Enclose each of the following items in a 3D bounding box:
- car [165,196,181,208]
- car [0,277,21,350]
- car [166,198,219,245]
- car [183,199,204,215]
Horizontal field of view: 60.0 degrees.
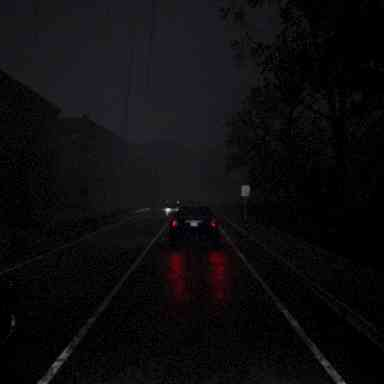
[{"bbox_3d":[-2.499,1.343,47.396,2.097,1.767,4.553,0,0,6],"label":"car"},{"bbox_3d":[-3.601,1.565,3.373,1.994,1.385,4.181,0,0,0],"label":"car"},{"bbox_3d":[0.086,1.350,15.705,2.097,1.767,4.553,0,0,0],"label":"car"},{"bbox_3d":[0.230,1.539,34.916,2.033,1.411,5.357,0,0,2],"label":"car"}]
